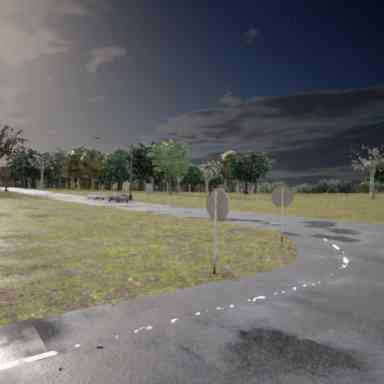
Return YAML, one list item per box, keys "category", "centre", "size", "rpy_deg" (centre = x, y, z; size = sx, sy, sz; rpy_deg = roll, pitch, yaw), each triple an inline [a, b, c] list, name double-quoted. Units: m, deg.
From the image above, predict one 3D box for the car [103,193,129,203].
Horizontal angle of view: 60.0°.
- category: "car"
  centre: [-11.427, 0.841, 51.560]
  size: [2.128, 1.511, 4.902]
  rpy_deg: [2, 0, -35]

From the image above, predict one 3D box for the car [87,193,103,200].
- category: "car"
  centre: [-17.227, 0.756, 59.745]
  size: [1.895, 1.301, 4.718]
  rpy_deg: [2, 0, -35]
